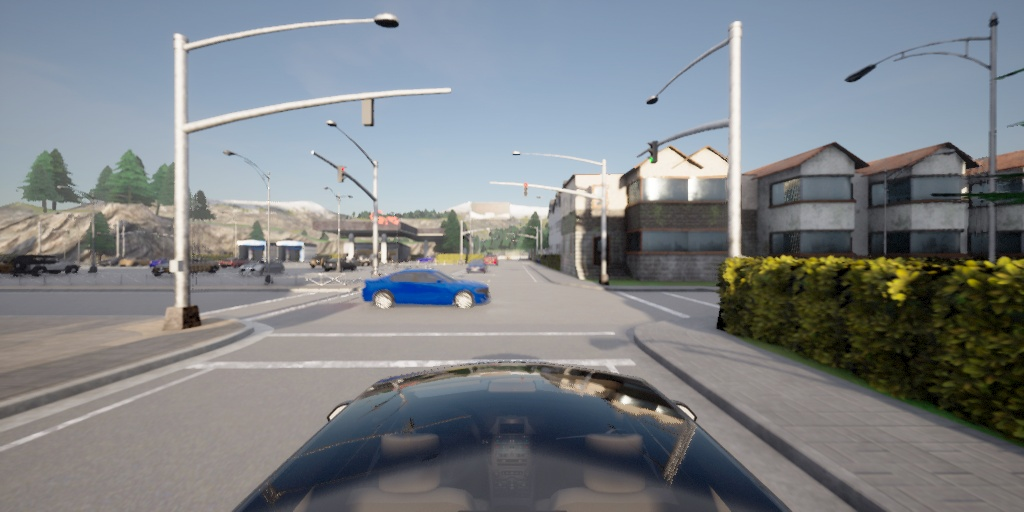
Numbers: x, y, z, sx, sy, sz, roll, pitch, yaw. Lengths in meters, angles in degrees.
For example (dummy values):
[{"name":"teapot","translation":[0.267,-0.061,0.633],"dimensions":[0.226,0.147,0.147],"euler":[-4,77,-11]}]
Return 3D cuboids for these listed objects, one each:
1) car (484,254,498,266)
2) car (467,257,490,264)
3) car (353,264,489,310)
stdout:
[{"name":"car","translation":[-3.470,0.626,60.183],"dimensions":[2.150,2.045,5.566],"euler":[0,0,0]},{"name":"car","translation":[-3.573,1.064,37.093],"dimensions":[1.812,1.442,4.674],"euler":[0,0,0]},{"name":"car","translation":[-3.434,1.258,14.523],"dimensions":[5.008,1.535,1.882],"euler":[0,1,0]}]
